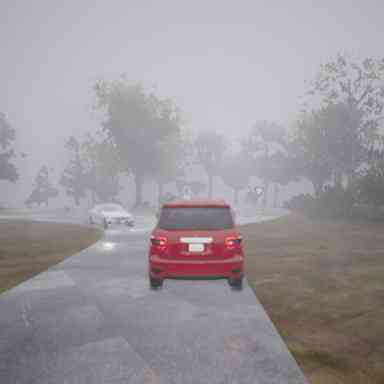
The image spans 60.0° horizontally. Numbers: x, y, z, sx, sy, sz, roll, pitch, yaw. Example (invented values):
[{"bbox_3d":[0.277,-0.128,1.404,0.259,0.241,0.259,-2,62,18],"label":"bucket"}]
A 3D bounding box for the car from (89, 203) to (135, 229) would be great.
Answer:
[{"bbox_3d":[-5.317,1.469,21.533,1.812,1.442,4.674,0,0,-33],"label":"car"}]

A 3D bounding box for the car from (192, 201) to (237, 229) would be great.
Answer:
[{"bbox_3d":[1.654,1.420,22.182,1.882,1.535,5.008,0,0,18],"label":"car"}]

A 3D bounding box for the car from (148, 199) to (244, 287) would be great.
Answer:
[{"bbox_3d":[0.107,1.198,9.399,2.150,2.045,5.566,0,0,0],"label":"car"}]
